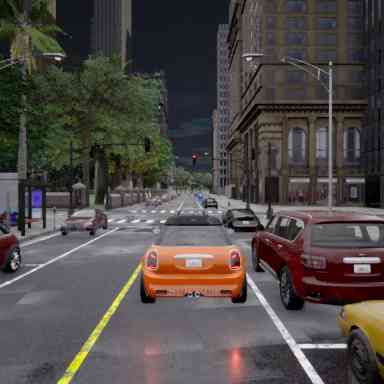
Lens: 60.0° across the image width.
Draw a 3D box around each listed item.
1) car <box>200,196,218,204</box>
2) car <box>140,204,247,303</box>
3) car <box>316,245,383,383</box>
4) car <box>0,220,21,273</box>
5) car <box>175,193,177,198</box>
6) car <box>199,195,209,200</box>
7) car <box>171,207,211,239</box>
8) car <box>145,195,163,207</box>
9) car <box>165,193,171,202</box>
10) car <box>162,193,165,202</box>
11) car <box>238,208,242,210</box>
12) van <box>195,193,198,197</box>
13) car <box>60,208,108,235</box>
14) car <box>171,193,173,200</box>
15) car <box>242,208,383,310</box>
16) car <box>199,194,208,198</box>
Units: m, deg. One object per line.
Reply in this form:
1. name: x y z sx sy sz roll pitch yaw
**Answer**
1. car: 2.532 1.544 45.020 1.947 1.339 4.313 0 0 0
2. car: 0.033 1.351 8.355 2.097 1.767 4.553 0 0 0
3. car: 2.753 1.525 2.478 1.752 1.417 4.829 0 0 0
4. car: -5.800 1.439 7.705 1.967 1.590 4.097 0 0 0
5. car: -6.247 1.233 93.778 2.192 1.841 5.009 0 0 0
6. car: 2.504 1.540 50.440 1.947 1.339 4.313 0 0 0
7. car: -0.029 1.596 18.174 1.895 1.301 4.718 0 0 0
8. car: -6.022 1.525 50.416 2.008 1.369 4.403 0 0 0
9. car: -6.134 1.391 72.097 1.967 1.590 4.097 0 0 0
10. car: -6.050 1.410 55.836 1.967 1.590 4.097 0 0 0
11. car: 2.669 1.561 18.584 1.947 1.339 4.313 0 0 0
12. van: 2.334 1.276 82.962 1.690 1.788 3.998 0 0 0
13. car: -5.856 1.577 18.557 1.802 1.307 4.206 0 0 0
14. car: -6.163 1.259 77.517 2.192 1.841 5.009 0 0 0
15. car: 2.725 1.313 7.733 2.192 1.841 5.009 0 0 0
16. car: 2.475 1.495 56.031 1.752 1.417 4.829 0 0 0
